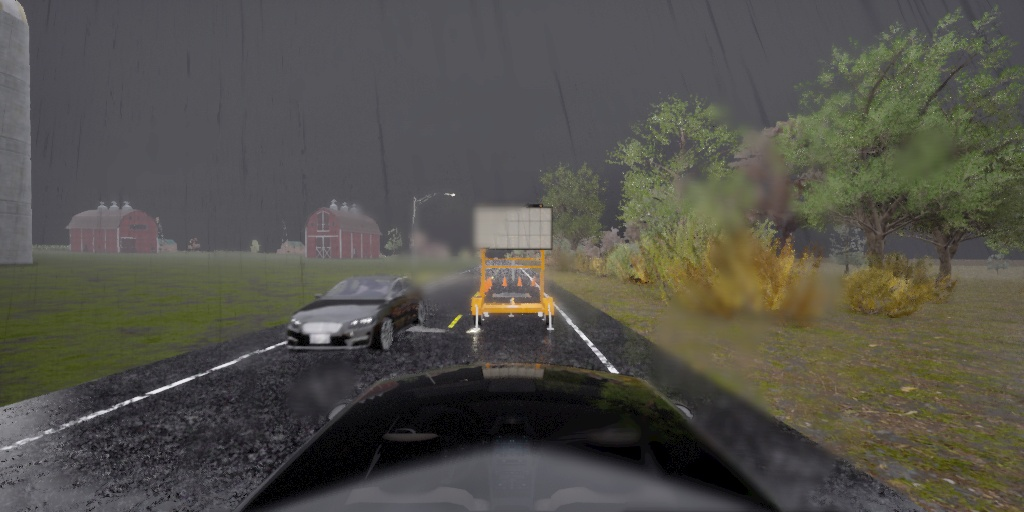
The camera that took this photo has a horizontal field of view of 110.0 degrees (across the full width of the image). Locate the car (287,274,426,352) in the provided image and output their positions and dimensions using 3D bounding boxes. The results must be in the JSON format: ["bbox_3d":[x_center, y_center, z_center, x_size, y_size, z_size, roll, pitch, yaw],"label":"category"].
[{"bbox_3d":[-3.501,1.239,8.991,2.128,1.511,4.902,0,0,0],"label":"car"}]

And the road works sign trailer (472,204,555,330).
[{"bbox_3d":[0.038,0.212,11.107,2.380,3.560,2.880,0,0,0],"label":"road works sign trailer"}]
